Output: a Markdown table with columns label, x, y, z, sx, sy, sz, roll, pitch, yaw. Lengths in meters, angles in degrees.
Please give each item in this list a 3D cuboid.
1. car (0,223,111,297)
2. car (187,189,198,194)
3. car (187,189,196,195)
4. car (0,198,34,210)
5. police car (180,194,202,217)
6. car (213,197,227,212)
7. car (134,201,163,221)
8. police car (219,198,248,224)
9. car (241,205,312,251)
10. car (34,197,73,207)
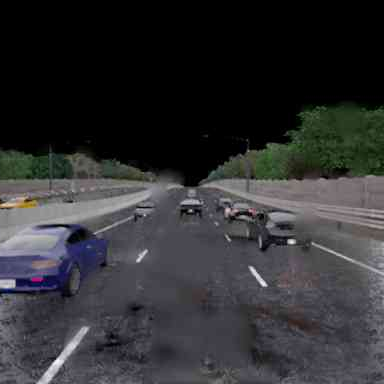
| label | x | y | z | sx | sy | sz | roll | pitch | yaw |
| --- | --- | --- | --- | --- | --- | --- | --- | --- | --- |
| car | -3.404 | 1.524 | 8.431 | 1.812 | 1.442 | 4.674 | 0 | 0 | 0 |
| car | 0.055 | 0.633 | 57.885 | 2.128 | 1.511 | 4.902 | 0 | 3 | 0 |
| car | -0.035 | -0.018 | 74.850 | 1.994 | 1.385 | 4.181 | 0 | 2 | 0 |
| car | -17.612 | 1.347 | 34.026 | 1.882 | 1.535 | 5.008 | 0 | 1 | 0 |
| police car | -0.078 | 1.345 | 30.865 | 1.930 | 1.638 | 5.238 | 0 | 1 | 0 |
| car | 3.483 | 1.339 | 36.064 | 1.837 | 1.490 | 4.892 | 0 | 1 | 0 |
| car | -3.413 | 1.457 | 26.513 | 2.128 | 1.511 | 4.902 | 0 | 0 | 0 |
| police car | 3.488 | 1.480 | 25.074 | 2.038 | 1.542 | 4.974 | 0 | 0 | 0 |
| car | 3.493 | 1.502 | 14.076 | 1.837 | 1.490 | 4.892 | 0 | 0 | 0 |
| car | -14.113 | 1.345 | 34.970 | 2.128 | 1.511 | 4.902 | 0 | 1 | 0 |
